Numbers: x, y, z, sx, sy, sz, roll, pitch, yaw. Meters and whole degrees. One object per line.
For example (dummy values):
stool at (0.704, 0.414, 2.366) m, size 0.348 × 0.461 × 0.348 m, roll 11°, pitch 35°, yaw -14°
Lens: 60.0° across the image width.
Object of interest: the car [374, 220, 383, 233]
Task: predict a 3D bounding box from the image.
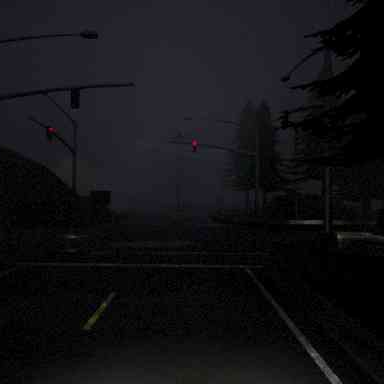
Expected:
car at (14.196, 1.869, 21.184) m, size 4.553 × 1.767 × 2.097 m, roll 0°, pitch -1°, yaw 0°

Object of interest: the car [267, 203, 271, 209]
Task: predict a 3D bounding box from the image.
car at (13.960, 2.213, 51.260) m, size 4.553 × 1.767 × 2.097 m, roll 0°, pitch -1°, yaw 1°
